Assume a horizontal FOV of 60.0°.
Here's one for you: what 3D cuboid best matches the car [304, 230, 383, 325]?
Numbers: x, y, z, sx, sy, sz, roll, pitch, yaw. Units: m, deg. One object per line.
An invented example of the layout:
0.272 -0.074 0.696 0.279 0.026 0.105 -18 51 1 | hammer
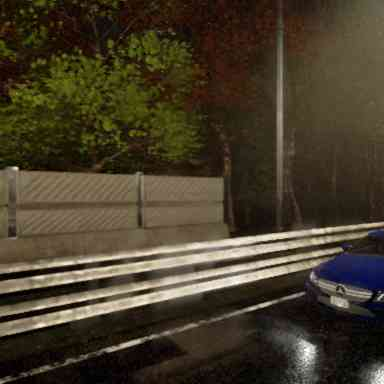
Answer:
4.267 1.518 6.733 4.674 1.442 1.812 0 0 -36 | car
